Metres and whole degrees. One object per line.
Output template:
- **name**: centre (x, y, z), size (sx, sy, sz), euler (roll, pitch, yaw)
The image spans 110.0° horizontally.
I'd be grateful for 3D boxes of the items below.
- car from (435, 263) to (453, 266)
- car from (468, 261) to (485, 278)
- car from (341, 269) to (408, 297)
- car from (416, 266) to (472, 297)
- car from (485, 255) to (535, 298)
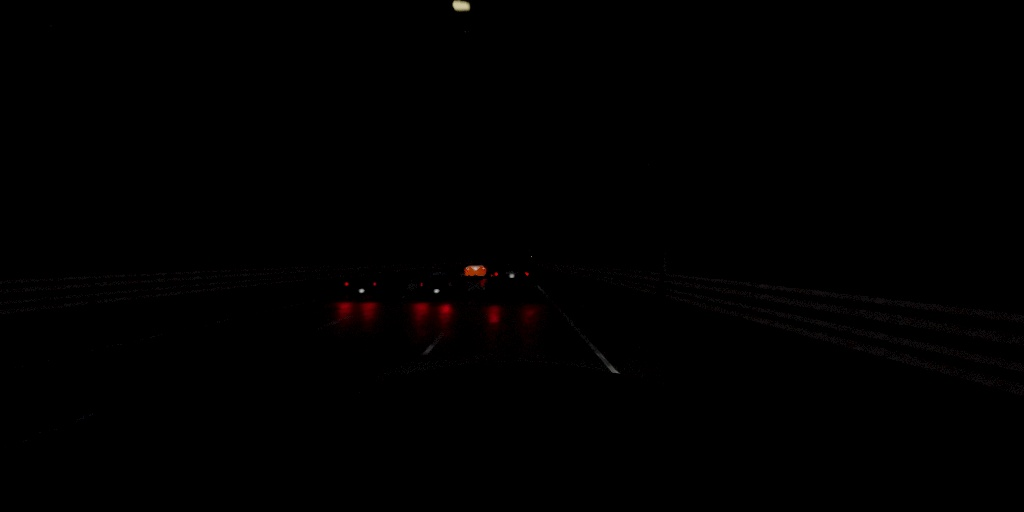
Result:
- **car**: centre (-6.930, 1.420, 36.870), size (2.128, 1.511, 4.902), euler (0, 0, 0)
- **car**: centre (-3.434, 1.271, 36.101), size (2.097, 1.767, 4.553), euler (0, -1, 0)
- **car**: centre (-6.987, 1.362, 18.903), size (1.895, 1.301, 4.718), euler (0, 0, 0)
- **car**: centre (-3.488, 1.361, 18.795), size (1.895, 1.301, 4.718), euler (0, 0, 0)
- **car**: centre (0.014, 0.983, 18.664), size (2.150, 2.045, 5.566), euler (0, 0, 0)
